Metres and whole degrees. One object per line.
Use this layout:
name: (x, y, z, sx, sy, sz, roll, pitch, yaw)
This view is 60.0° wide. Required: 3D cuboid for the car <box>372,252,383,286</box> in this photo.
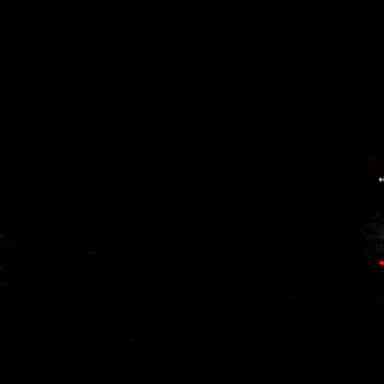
car: (6.501, 1.619, 8.091, 5.357, 1.411, 2.033, 0, 0, -35)
